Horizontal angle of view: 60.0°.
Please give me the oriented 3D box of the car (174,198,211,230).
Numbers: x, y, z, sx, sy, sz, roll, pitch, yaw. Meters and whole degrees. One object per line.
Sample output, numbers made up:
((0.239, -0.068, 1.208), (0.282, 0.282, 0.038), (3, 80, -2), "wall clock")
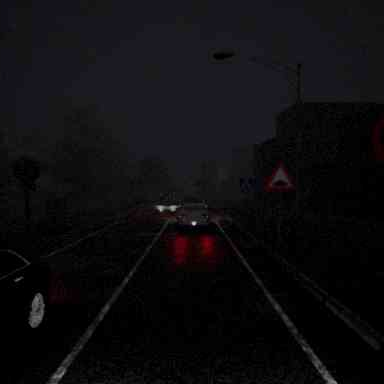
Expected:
((0.090, 1.324, 19.185), (1.812, 1.442, 4.674), (0, 1, 0), "car")

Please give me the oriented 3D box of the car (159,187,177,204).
((-3.243, 0.331, 45.561), (2.150, 2.045, 5.566), (0, 1, 0), "car")

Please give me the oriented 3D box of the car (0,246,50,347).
((-3.350, 1.481, 3.863), (1.837, 1.490, 4.892), (0, 0, 0), "car")

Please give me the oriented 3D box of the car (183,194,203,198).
((0.103, 0.976, 35.421), (1.882, 1.535, 5.008), (0, 1, 0), "car")
